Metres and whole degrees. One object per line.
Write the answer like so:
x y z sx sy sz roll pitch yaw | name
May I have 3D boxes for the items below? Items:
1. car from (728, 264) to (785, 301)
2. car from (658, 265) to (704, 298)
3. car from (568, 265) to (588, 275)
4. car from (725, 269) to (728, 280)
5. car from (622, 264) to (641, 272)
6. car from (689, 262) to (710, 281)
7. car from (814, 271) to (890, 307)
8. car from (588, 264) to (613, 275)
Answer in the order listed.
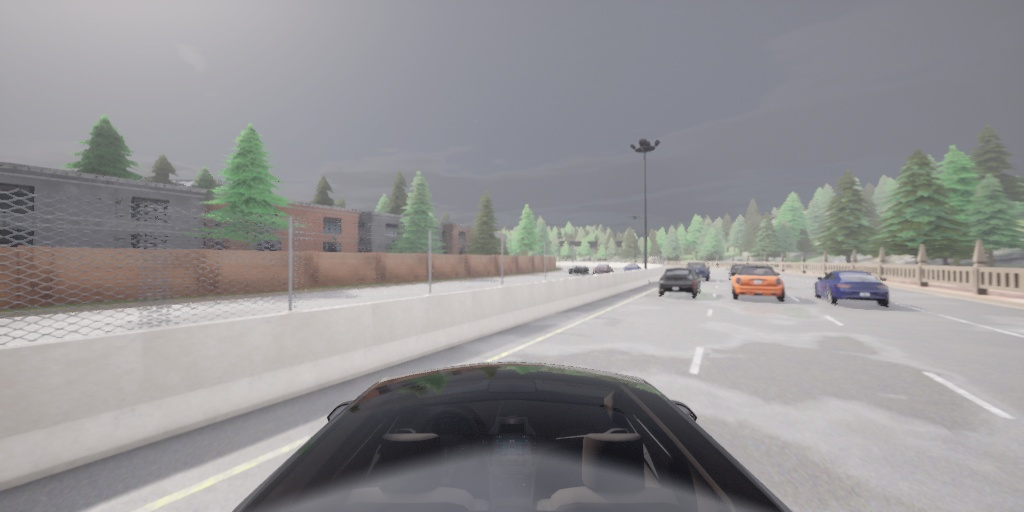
12.674 1.263 18.724 2.097 1.767 4.553 -1 0 31 | car
9.531 1.437 20.281 1.837 1.490 4.892 -1 -1 31 | car
8.940 1.843 47.941 1.895 1.301 4.718 0 -1 25 | car
21.035 1.554 33.119 1.837 1.490 4.892 0 -1 29 | car
14.620 1.707 43.698 1.812 1.442 4.674 0 -1 27 | car
17.886 1.424 34.649 2.097 1.767 4.553 -1 -1 29 | car
15.337 1.401 16.374 1.812 1.442 4.674 -1 -1 30 | car
11.432 1.731 45.143 1.812 1.442 4.674 0 -1 27 | car
